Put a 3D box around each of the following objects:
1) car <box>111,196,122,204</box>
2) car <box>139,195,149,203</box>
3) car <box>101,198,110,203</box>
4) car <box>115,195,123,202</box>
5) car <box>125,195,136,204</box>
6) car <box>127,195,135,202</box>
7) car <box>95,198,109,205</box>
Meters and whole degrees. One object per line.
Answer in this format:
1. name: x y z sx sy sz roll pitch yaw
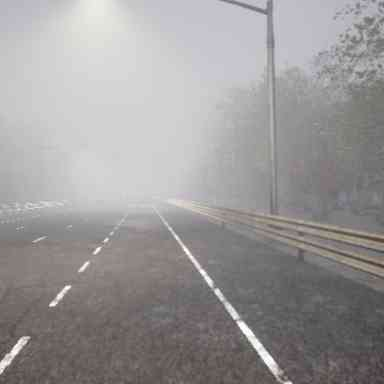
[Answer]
1. car: -18.942 2.233 82.015 1.994 1.385 4.181 -1 0 -8
2. car: -11.967 1.759 82.627 2.150 2.045 5.566 -1 0 -8
3. car: -23.830 2.314 91.451 1.895 1.301 4.718 -1 0 -8
4. car: -20.374 1.873 91.949 2.150 2.045 5.566 -1 0 -8
5. car: -15.479 2.133 82.511 1.812 1.442 4.674 -1 0 -8
6. car: -16.910 1.801 92.446 2.150 2.045 5.566 -1 0 -8
7. car: -22.348 2.273 81.106 2.128 1.511 4.902 -1 0 -8
